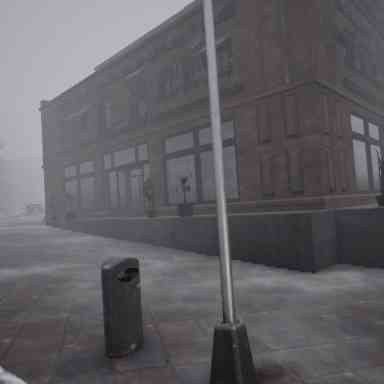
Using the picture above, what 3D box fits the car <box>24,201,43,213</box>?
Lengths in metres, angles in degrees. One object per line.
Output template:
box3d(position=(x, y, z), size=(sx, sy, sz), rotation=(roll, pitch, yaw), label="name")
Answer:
box3d(position=(-21.683, 2.069, 45.536), size=(1.837, 1.490, 4.892), rotation=(-1, -1, -33), label="car")
